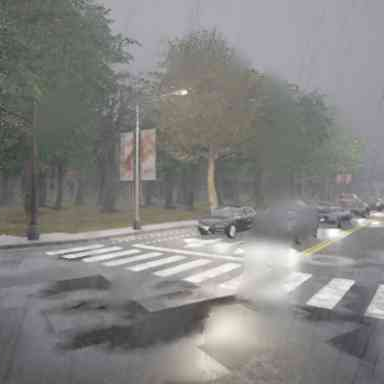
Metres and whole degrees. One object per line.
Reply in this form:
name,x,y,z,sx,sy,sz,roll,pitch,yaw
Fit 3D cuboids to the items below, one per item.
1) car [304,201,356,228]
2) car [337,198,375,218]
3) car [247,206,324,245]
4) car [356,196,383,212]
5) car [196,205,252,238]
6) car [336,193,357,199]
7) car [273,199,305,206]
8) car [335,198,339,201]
car,9.416,1.578,22.601,1.994,1.385,4.181,0,0,37
car,15.448,1.568,31.155,2.033,1.411,5.357,0,0,35
car,4.547,1.573,15.763,1.994,1.385,4.181,0,0,35
car,21.267,1.380,39.296,2.097,1.767,4.553,0,0,36
car,2.088,1.512,17.914,1.837,1.490,4.892,0,0,35
car,20.250,1.241,43.442,2.150,2.045,5.566,0,1,36
car,7.409,1.364,25.426,2.097,1.767,4.553,0,0,36
car,13.266,1.619,33.687,1.895,1.301,4.718,0,0,35
